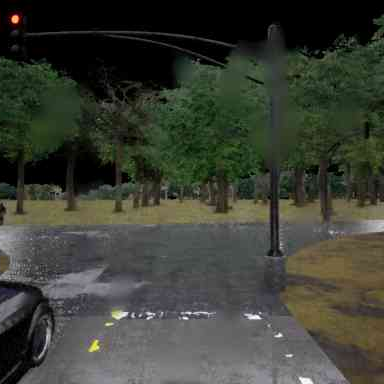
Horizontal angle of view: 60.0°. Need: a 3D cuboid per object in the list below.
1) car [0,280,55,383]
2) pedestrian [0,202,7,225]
[{"bbox_3d":[-2.876,1.566,2.949,1.994,1.385,4.181,0,0,-1],"label":"car"},{"bbox_3d":[-15.239,1.718,26.749,0.375,1.860,0.375,0,-1,0],"label":"pedestrian"}]
